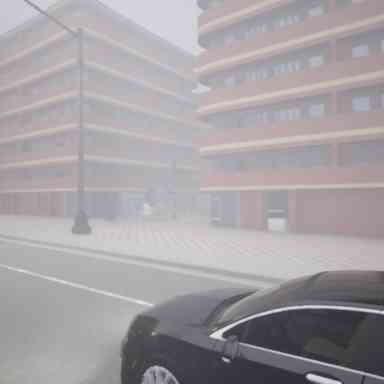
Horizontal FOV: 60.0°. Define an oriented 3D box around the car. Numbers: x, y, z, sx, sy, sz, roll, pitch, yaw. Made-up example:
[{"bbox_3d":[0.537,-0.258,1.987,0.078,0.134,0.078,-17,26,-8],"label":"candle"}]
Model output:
[{"bbox_3d":[1.448,1.507,2.958,4.892,1.490,1.837,0,0,36],"label":"car"}]
